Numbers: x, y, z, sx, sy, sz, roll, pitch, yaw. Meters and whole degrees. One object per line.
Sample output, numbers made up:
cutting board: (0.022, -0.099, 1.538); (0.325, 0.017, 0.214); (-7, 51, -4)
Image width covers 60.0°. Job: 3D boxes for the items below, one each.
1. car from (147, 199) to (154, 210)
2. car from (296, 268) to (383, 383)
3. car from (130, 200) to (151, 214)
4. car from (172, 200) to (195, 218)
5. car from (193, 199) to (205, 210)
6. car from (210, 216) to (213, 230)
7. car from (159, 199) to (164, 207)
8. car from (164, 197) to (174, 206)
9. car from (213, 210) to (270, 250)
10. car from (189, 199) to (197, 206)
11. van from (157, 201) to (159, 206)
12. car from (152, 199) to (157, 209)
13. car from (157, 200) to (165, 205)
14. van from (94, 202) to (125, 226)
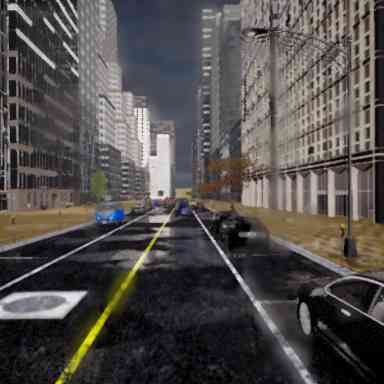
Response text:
car: (-7.039, 2.165, 48.483); (1.752, 1.417, 4.829); (-1, -1, -2)
car: (2.604, 1.581, 3.910); (2.008, 1.369, 4.403); (-1, -1, -2)
car: (-6.884, 2.120, 43.030); (2.008, 1.369, 4.403); (-1, -1, -2)
car: (-0.884, 1.966, 36.063); (1.812, 1.442, 4.674); (0, -1, -2)
car: (1.176, 2.245, 54.512); (1.802, 1.307, 4.206); (-1, -1, -2)
car: (2.128, 1.799, 20.778); (1.947, 1.339, 4.313); (-1, -1, -2)
car: (-7.678, 2.486, 71.141); (1.887, 1.381, 4.507); (-1, -1, -2)
car: (-5.035, 2.035, 73.182); (2.150, 2.045, 5.566); (0, -1, -2)
car: (2.287, 1.731, 15.155); (1.947, 1.339, 4.313); (-1, -1, -2)
car: (0.111, 2.473, 80.556); (1.801, 1.575, 5.366); (0, -1, -2)
van: (-7.365, 2.132, 59.899); (1.690, 1.788, 3.998); (-1, -1, -2)
car: (-7.202, 2.261, 54.275); (1.887, 1.381, 4.507); (-1, -1, -2)
car: (-8.154, 2.723, 88.009); (2.008, 1.369, 4.403); (-1, -1, -2)
van: (-6.412, 1.696, 26.166); (1.690, 1.788, 3.998); (-1, -1, -2)
